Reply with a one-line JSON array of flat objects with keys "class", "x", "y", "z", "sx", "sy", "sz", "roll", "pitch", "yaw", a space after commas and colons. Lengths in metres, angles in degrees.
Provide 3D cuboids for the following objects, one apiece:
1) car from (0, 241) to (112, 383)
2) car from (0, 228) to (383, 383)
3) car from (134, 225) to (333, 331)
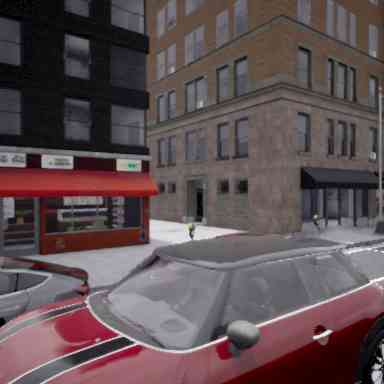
[{"class": "car", "x": -3.419, "y": 1.566, "z": 4.095, "sx": 4.313, "sy": 1.339, "sz": 1.947, "roll": 0, "pitch": 0, "yaw": -36}, {"class": "car", "x": 0.161, "y": 1.352, "z": 3.493, "sx": 4.553, "sy": 1.767, "sz": 2.097, "roll": 0, "pitch": 0, "yaw": -36}, {"class": "car", "x": 1.058, "y": 1.582, "z": 7.293, "sx": 4.206, "sy": 1.307, "sz": 1.802, "roll": 0, "pitch": 0, "yaw": -36}]
